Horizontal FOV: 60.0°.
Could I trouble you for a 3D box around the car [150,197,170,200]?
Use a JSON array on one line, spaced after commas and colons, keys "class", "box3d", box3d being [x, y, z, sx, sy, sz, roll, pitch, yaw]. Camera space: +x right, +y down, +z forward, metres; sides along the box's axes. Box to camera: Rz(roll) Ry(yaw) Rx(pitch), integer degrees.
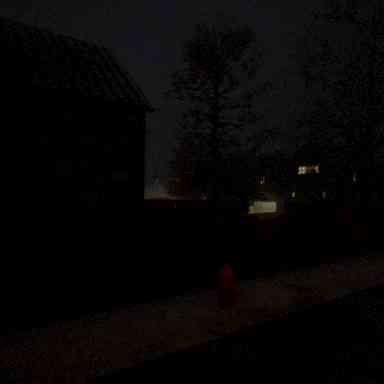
[{"class": "car", "box3d": [-4.871, 1.695, 46.359, 2.150, 2.045, 5.566, 2, -2, -34]}]
